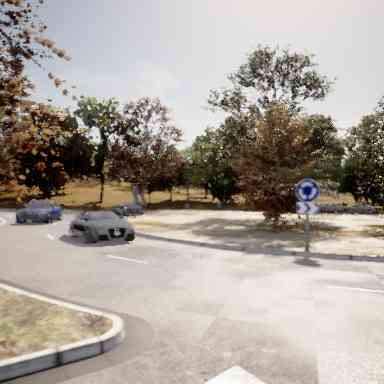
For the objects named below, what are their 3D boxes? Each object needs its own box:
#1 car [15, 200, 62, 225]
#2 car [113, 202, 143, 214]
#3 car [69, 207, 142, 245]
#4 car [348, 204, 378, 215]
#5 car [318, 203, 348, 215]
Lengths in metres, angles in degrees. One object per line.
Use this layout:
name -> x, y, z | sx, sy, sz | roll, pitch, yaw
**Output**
car -> -10.995, 1.354, 24.172 | 2.097, 1.767, 4.553 | 1, -1, -7
car -> -6.751, 1.743, 33.846 | 1.994, 1.385, 4.181 | 1, -1, 26
car -> -4.349, 1.586, 15.772 | 1.994, 1.385, 4.181 | 1, -1, -36
car -> 22.241, 2.325, 44.016 | 4.181, 1.385, 1.994 | 0, -1, 37
car -> 17.279, 2.183, 43.267 | 4.902, 1.511, 2.128 | 0, -1, 26
